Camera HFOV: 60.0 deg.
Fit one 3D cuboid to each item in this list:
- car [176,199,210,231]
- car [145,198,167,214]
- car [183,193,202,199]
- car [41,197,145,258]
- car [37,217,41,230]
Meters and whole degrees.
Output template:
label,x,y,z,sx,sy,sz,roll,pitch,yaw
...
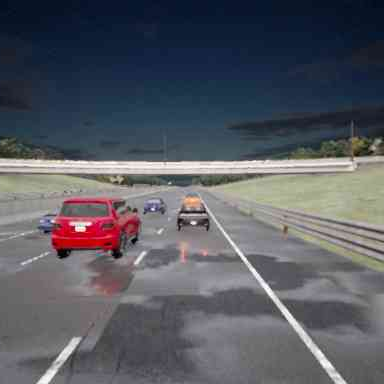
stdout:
label,x,y,z,sx,sy,sz,roll,pitch,yaw
car,0.089,1.420,20.236,2.128,1.511,4.902,0,1,0
car,-3.417,1.281,31.452,1.812,1.442,4.674,0,1,0
car,0.080,0.948,38.675,2.097,1.767,4.553,0,1,0
car,-3.407,1.204,12.825,2.150,2.045,5.566,0,0,0
car,-6.909,1.486,19.100,2.033,1.411,5.357,0,1,0
